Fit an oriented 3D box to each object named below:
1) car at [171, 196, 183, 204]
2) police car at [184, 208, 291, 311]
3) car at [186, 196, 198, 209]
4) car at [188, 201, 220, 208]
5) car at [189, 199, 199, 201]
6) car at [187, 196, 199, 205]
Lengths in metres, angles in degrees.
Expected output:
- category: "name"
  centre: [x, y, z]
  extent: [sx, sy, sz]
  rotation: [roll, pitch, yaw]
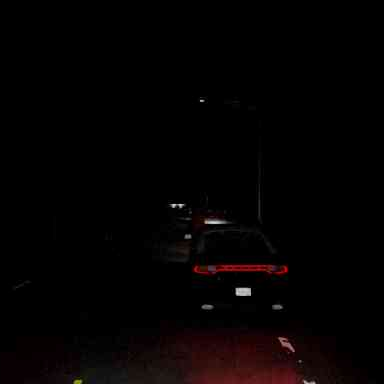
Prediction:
- category: "car"
  centre: [-2.606, 1.463, 59.428]
  extent: [1.994, 1.385, 4.181]
  rotation: [0, 0, 0]
- category: "police car"
  centre: [0.843, 1.420, 8.007]
  extent: [1.930, 1.638, 5.238]
  rotation: [0, 0, 0]
- category: "car"
  centre: [0.126, 1.444, 45.640]
  extent: [1.882, 1.535, 5.008]
  rotation: [0, 0, 1]
- category: "car"
  centre: [0.867, 1.467, 17.900]
  extent: [1.882, 1.535, 5.008]
  rotation: [0, 0, 0]
- category: "car"
  centre: [0.881, 1.490, 23.901]
  extent: [1.837, 1.490, 4.892]
  rotation: [0, 0, 0]
- category: "car"
  centre: [0.141, 1.451, 58.938]
  extent: [2.033, 1.411, 5.357]
  rotation: [0, 1, 0]
